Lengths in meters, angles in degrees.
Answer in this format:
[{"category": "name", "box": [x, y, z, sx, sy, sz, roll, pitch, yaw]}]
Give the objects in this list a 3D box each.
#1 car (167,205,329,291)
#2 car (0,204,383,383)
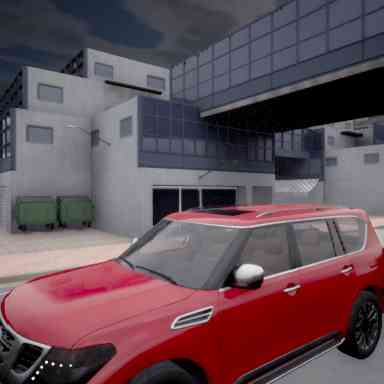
[{"category": "car", "box": [1.766, 1.352, 9.717, 4.553, 1.767, 2.097, 0, 0, -37]}, {"category": "car", "box": [0.505, 1.221, 4.382, 5.566, 2.045, 2.150, 0, 0, -37]}]
